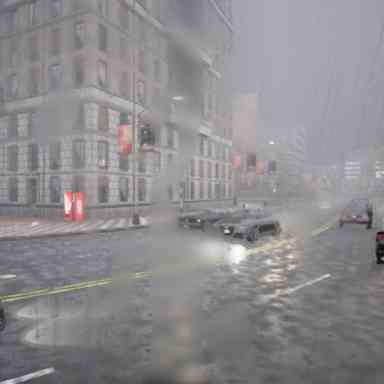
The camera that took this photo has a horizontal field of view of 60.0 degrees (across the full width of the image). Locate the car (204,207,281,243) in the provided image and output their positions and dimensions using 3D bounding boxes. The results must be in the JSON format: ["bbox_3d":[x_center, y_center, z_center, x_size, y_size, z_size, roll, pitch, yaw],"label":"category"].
[{"bbox_3d":[2.750,1.553,16.289,1.994,1.385,4.181,0,0,38],"label":"car"}]

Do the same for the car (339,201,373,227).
[{"bbox_3d":[11.001,1.538,22.229,2.033,1.411,5.357,0,0,30],"label":"car"}]

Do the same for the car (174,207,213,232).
[{"bbox_3d":[1.012,1.587,19.690,1.895,1.301,4.718,0,0,36],"label":"car"}]

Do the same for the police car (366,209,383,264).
[{"bbox_3d":[7.594,1.421,11.058,1.930,1.638,5.238,0,0,41],"label":"police car"}]

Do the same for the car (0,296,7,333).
[{"bbox_3d":[-4.812,1.558,4.332,4.181,1.385,1.994,0,0,-34],"label":"car"}]

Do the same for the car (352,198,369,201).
[{"bbox_3d":[16.633,1.337,32.864,2.097,1.767,4.553,0,0,28],"label":"car"}]
